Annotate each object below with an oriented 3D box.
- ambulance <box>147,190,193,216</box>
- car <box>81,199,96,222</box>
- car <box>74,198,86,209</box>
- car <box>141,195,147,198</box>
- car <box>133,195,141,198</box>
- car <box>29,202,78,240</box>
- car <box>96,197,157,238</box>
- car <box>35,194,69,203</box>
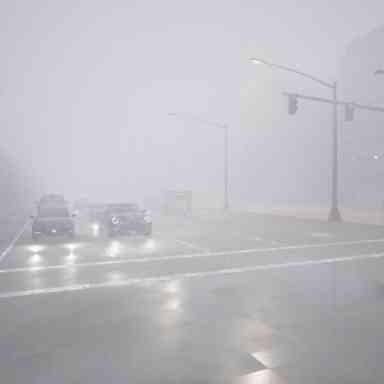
[{"bbox_3d":[-2.146,1.031,32.499,2.351,2.431,6.366,0,0,-23],"label":"ambulance"},{"bbox_3d":[-7.379,1.547,26.655,2.033,1.411,5.357,0,0,-23],"label":"car"},{"bbox_3d":[-13.567,1.525,41.264,1.812,1.442,4.674,0,0,-23],"label":"car"},{"bbox_3d":[-5.544,1.222,49.537,2.150,2.045,5.566,0,0,-23],"label":"car"},{"bbox_3d":[-9.684,1.352,59.155,2.097,1.767,4.553,0,0,-23],"label":"car"},{"bbox_3d":[-7.112,1.504,17.093,1.837,1.490,4.892,0,0,-23],"label":"car"},{"bbox_3d":[-3.667,1.352,17.939,2.097,1.767,4.553,0,0,-23],"label":"car"},{"bbox_3d":[-10.998,1.218,26.235,2.150,2.045,5.566,0,0,-23],"label":"car"}]
